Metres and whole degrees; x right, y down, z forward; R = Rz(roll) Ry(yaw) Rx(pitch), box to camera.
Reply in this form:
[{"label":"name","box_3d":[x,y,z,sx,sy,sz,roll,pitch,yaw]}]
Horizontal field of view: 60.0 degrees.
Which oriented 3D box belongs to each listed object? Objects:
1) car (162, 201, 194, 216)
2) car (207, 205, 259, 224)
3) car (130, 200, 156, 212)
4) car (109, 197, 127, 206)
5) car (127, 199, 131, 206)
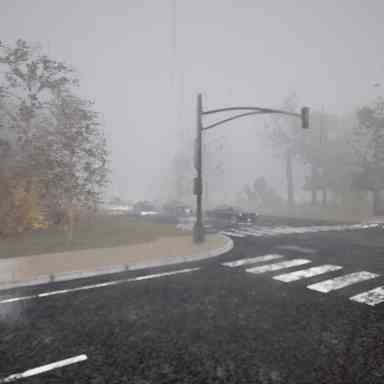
[{"label":"car","box_3d":[-1.514,1.679,34.469,2.128,1.511,4.902,0,-1,-27]},{"label":"car","box_3d":[3.050,1.692,25.536,1.895,1.301,4.718,0,-1,-28]},{"label":"car","box_3d":[-6.236,1.846,43.752,1.994,1.385,4.181,0,-1,-27]},{"label":"car","box_3d":[-13.110,1.655,57.450,1.812,1.442,4.674,0,-1,-27]},{"label":"car","box_3d":[-12.559,2.073,63.623,1.895,1.301,4.718,0,-1,-27]}]
